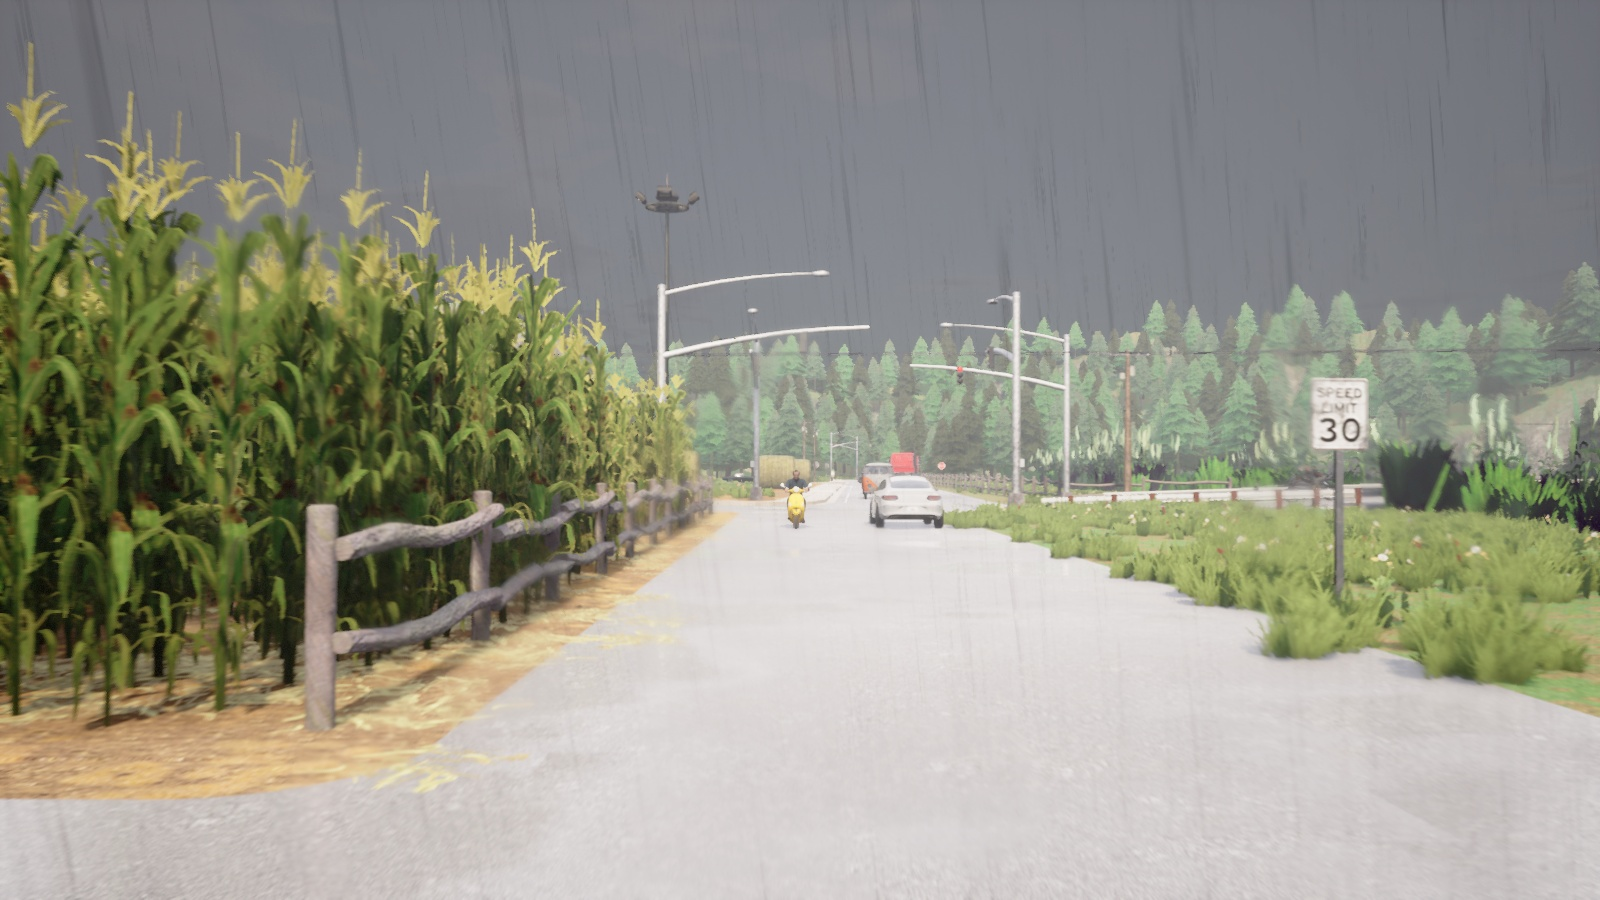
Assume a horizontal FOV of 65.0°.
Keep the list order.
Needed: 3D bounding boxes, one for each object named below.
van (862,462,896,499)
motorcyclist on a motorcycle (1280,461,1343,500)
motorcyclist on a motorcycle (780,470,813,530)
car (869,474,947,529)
[{"bbox_3d":[4.350,1.678,69.430,1.775,1.987,4.442,0,-1,3],"label":"van"},{"bbox_3d":[21.393,1.273,52.524,2.191,1.530,0.866,-3,-1,5],"label":"motorcyclist on a motorcycle"},{"bbox_3d":[-0.090,1.339,34.052,0.866,1.590,1.817,0,-1,0],"label":"motorcyclist on a motorcycle"},{"bbox_3d":[3.012,1.429,35.873,1.812,1.442,4.674,0,-1,0],"label":"car"}]
